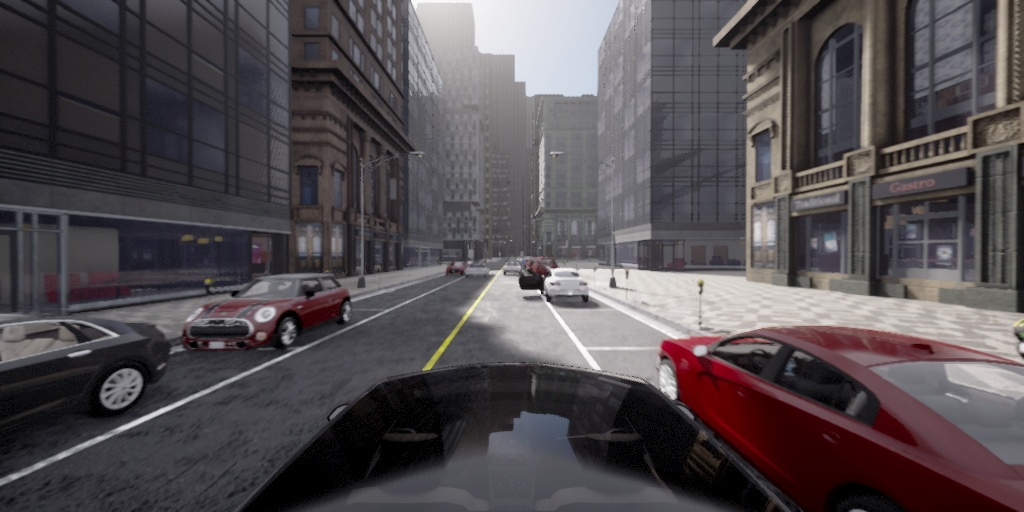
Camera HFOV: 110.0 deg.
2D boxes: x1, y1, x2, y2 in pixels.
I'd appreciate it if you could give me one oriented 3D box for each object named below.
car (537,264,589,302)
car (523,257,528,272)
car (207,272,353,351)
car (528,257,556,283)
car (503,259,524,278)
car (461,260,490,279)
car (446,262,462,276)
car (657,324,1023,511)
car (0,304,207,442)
[{"bbox_3d":[2.351,1.260,16.761,1.812,1.442,4.674,0,0,0],"label":"car"},{"bbox_3d":[2.852,1.017,42.779,2.192,1.841,5.009,0,0,0],"label":"car"},{"bbox_3d":[-5.669,1.182,8.882,1.967,1.591,4.097,0,0,0],"label":"car"},{"bbox_3d":[2.854,1.033,31.481,2.192,1.841,5.009,0,0,0],"label":"car"},{"bbox_3d":[0.033,1.310,38.443,1.895,1.301,4.718,0,0,1],"label":"car"},{"bbox_3d":[-3.097,1.318,32.547,1.895,1.301,4.718,0,0,0],"label":"car"},{"bbox_3d":[-5.672,1.256,37.127,1.888,1.381,4.507,0,0,0],"label":"car"},{"bbox_3d":[2.857,1.293,3.238,1.888,1.381,4.507,0,0,0],"label":"car"},{"bbox_3d":[-5.668,1.299,3.233,2.007,1.370,4.403,0,0,0],"label":"car"}]
